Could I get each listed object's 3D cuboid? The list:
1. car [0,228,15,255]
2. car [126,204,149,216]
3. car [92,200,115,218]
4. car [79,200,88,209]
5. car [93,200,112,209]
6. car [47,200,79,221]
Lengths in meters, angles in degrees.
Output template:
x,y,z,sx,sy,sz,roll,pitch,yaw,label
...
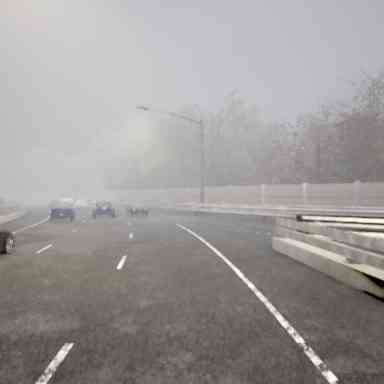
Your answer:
x,y,z,sx,sy,sz,roll,pitch,yaw,label
-7.666,1.641,11.070,1.837,1.490,4.892,0,0,-6,car
-6.070,1.909,36.251,1.895,1.301,4.718,0,0,-19,car
-9.209,1.668,34.340,2.097,1.767,4.553,0,0,-18,car
-18.365,2.055,54.731,1.812,1.442,4.674,0,-1,-30,car
-15.222,2.048,56.358,1.812,1.442,4.674,0,-1,-30,car
-11.759,1.784,30.543,1.882,1.535,5.008,0,0,-17,car
